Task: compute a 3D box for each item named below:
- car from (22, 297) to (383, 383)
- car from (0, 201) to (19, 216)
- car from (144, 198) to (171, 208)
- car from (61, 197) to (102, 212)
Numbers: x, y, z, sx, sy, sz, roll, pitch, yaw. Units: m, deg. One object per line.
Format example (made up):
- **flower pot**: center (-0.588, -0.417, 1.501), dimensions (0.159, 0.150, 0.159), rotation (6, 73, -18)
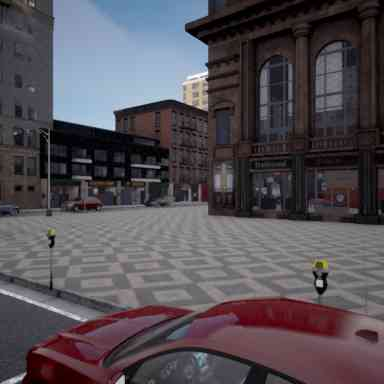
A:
- **car**: center (0.485, 1.545, 2.500), dimensions (4.507, 1.381, 1.887), rotation (0, 0, 35)
- **car**: center (-18.203, 1.521, 30.505), dimensions (1.994, 1.385, 4.181), rotation (0, 0, 36)
- **car**: center (-4.988, 1.537, 48.453), dimensions (1.994, 1.385, 4.181), rotation (0, 0, 36)
- **car**: center (-12.623, 1.314, 38.086), dimensions (2.097, 1.767, 4.553), rotation (0, 0, 36)
